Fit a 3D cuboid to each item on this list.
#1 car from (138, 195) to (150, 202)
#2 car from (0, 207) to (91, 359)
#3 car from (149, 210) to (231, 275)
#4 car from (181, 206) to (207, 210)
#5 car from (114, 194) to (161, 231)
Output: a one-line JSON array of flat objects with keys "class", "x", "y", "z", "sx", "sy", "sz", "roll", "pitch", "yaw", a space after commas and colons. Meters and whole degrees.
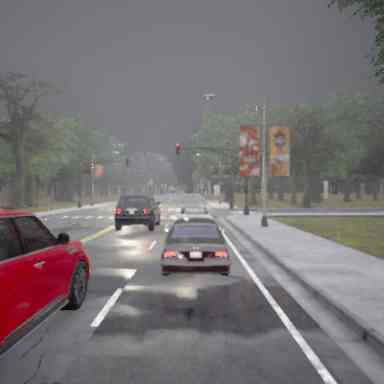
[{"class": "car", "x": -9.758, "y": 1.301, "z": 67.563, "sx": 1.812, "sy": 1.442, "sz": 4.674, "roll": 0, "pitch": 0, "yaw": 0}, {"class": "car", "x": -3.150, "y": 1.199, "z": 4.514, "sx": 2.150, "sy": 2.045, "sz": 5.566, "roll": 0, "pitch": 0, "yaw": 0}, {"class": "car", "x": 0.092, "y": 1.505, "z": 10.262, "sx": 2.033, "sy": 1.411, "sz": 5.357, "roll": 0, "pitch": 0, "yaw": 0}, {"class": "car", "x": 0.096, "y": 1.521, "z": 20.896, "sx": 1.895, "sy": 1.301, "sz": 4.718, "roll": 0, "pitch": 0, "yaw": -2}, {"class": "car", "x": -3.153, "y": 1.146, "z": 20.050, "sx": 2.150, "sy": 2.045, "sz": 5.566, "roll": 0, "pitch": 0, "yaw": 0}]
